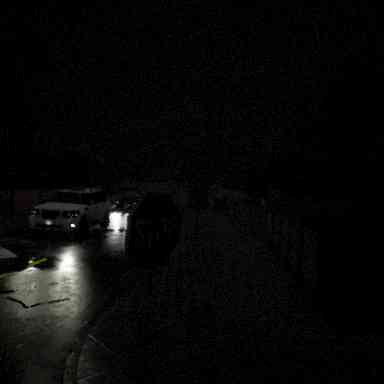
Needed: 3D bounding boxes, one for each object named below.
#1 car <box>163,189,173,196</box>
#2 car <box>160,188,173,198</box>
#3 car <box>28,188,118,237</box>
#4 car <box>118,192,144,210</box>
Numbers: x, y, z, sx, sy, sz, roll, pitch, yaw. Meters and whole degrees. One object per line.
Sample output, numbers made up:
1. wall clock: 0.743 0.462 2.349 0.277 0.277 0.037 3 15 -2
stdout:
1. car: -3.344 0.726 40.082 2.128 1.511 4.902 3 1 -4
2. car: -4.405 0.187 58.002 2.033 1.411 5.357 3 2 -2
3. car: -5.633 0.853 16.194 2.150 2.045 5.566 3 1 3
4. car: -5.620 0.934 30.115 1.895 1.301 4.718 3 1 -3
